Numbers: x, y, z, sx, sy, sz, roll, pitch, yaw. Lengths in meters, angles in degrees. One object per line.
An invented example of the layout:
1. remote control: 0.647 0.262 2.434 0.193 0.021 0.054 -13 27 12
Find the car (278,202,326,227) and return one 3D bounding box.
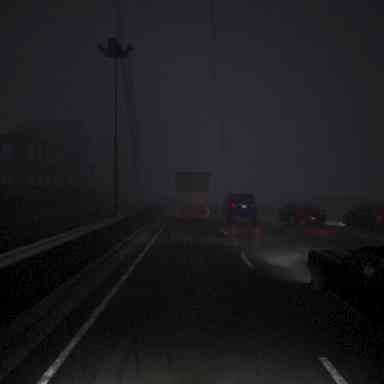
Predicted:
1. car: 7.102 1.377 22.005 1.882 1.535 5.008 0 0 0

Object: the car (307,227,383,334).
1. car: 3.600 1.574 5.693 1.895 1.301 4.718 0 0 0

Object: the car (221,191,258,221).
1. car: 3.605 1.104 25.726 2.150 2.045 5.566 0 0 0

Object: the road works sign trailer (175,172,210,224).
1. road works sign trailer: 0.003 0.355 23.897 2.380 3.560 2.880 0 0 0

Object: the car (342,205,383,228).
1. car: 10.602 1.475 19.603 1.994 1.385 4.181 0 0 0
